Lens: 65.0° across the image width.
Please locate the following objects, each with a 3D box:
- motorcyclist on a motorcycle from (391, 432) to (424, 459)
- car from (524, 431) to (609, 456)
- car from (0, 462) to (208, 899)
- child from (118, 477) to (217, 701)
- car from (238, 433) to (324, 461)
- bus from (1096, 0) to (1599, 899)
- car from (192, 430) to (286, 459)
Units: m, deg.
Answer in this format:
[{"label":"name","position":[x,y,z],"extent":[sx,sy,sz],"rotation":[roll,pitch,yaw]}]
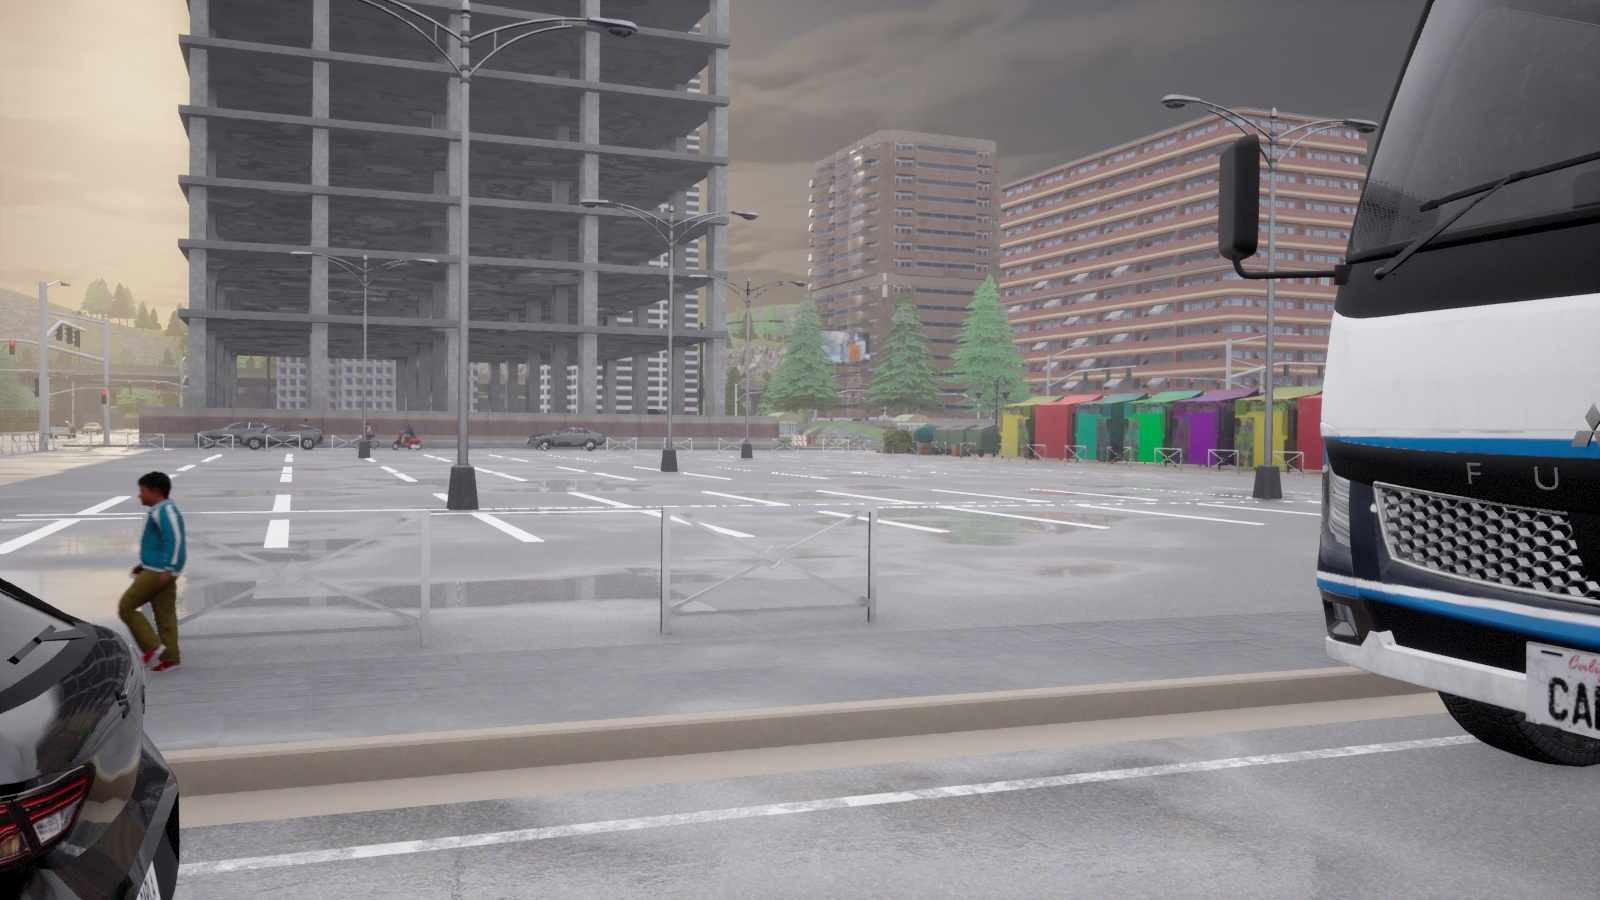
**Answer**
[{"label":"motorcyclist on a motorcycle","position":[-23.535,-0.275,75.304],"extent":[1.817,1.590,0.866],"rotation":[-1,1,-22]},{"label":"car","position":[-14.696,-0.426,78.923],"extent":[4.902,1.511,2.128],"rotation":[-1,1,-22]},{"label":"car","position":[-3.322,0.815,1.970],"extent":[4.193,1.474,1.816],"rotation":[-1,1,-21]},{"label":"child","position":[-3.539,0.760,7.042],"extent":[0.448,1.192,0.343],"rotation":[-1,1,-22]},{"label":"car","position":[-29.989,-0.169,72.661],"extent":[4.514,1.525,2.007],"rotation":[-1,1,-22]},{"label":"bus","position":[6.891,-0.747,5.803],"extent":[10.273,4.253,3.944],"rotation":[-1,1,-20]},{"label":"car","position":[-33.451,-0.338,75.023],"extent":[5.027,1.651,2.152],"rotation":[-1,1,-22]}]
